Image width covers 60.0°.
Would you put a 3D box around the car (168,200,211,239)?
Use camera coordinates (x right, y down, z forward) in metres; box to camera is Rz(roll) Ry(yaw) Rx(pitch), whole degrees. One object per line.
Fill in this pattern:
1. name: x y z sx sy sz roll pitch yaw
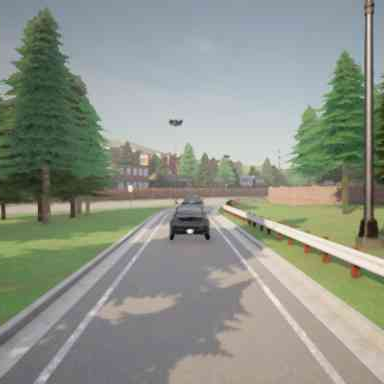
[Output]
1. car: -0.127 1.392 16.582 1.837 1.490 4.892 0 1 -1

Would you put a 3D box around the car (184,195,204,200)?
1. car: 0.194 1.109 35.242 2.097 1.767 4.553 0 0 5
